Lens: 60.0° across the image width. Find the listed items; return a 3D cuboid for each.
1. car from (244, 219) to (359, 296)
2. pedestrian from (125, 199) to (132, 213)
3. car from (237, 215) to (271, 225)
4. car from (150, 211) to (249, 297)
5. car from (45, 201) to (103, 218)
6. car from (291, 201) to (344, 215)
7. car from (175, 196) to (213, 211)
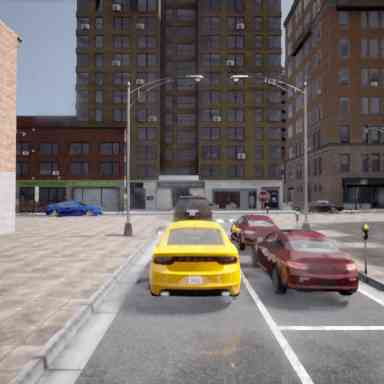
[{"bbox_3d":[2.630,1.589,8.435,1.802,1.307,4.206,1,0,0],"label":"car"},{"bbox_3d":[-6.915,1.321,35.932,0.375,1.860,0.375,0,-1,0],"label":"pedestrian"},{"bbox_3d":[2.616,1.595,13.874,1.802,1.307,4.206,1,0,0],"label":"car"},{"bbox_3d":[0.068,1.485,8.672,1.882,1.535,5.008,0,0,0],"label":"car"},{"bbox_3d":[-10.581,1.581,30.071,5.008,1.535,1.882,-1,-1,0],"label":"car"},{"bbox_3d":[12.346,1.539,32.984,4.718,1.301,1.895,-1,-1,0],"label":"car"},{"bbox_3d":[0.107,1.243,20.355,2.150,2.045,5.566,0,0,2],"label":"car"}]
